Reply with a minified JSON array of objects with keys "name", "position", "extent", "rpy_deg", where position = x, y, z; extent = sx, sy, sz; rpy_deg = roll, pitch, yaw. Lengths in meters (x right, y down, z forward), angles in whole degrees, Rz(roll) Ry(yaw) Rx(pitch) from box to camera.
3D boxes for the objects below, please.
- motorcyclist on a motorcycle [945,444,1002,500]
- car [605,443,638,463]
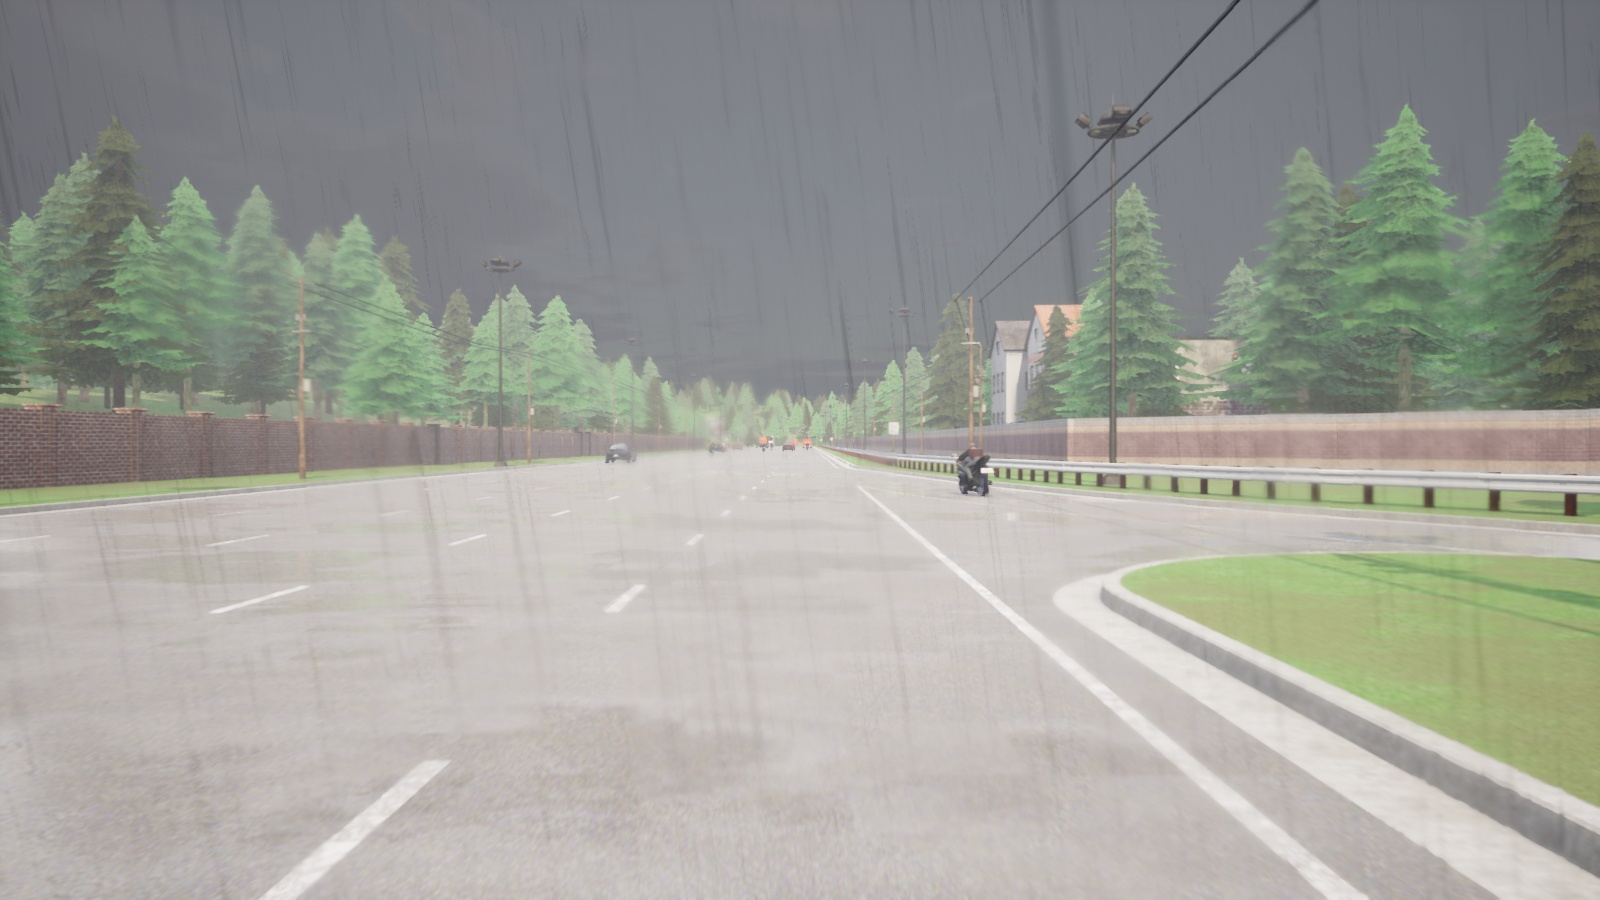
[{"name":"motorcyclist on a motorcycle","position":[4.867,0.586,35.417],"extent":[0.866,1.530,2.191],"rpy_deg":[0,0,-12]},{"name":"car","position":[-13.445,0.228,94.631],"extent":[1.812,1.442,4.674],"rpy_deg":[0,0,0]}]
